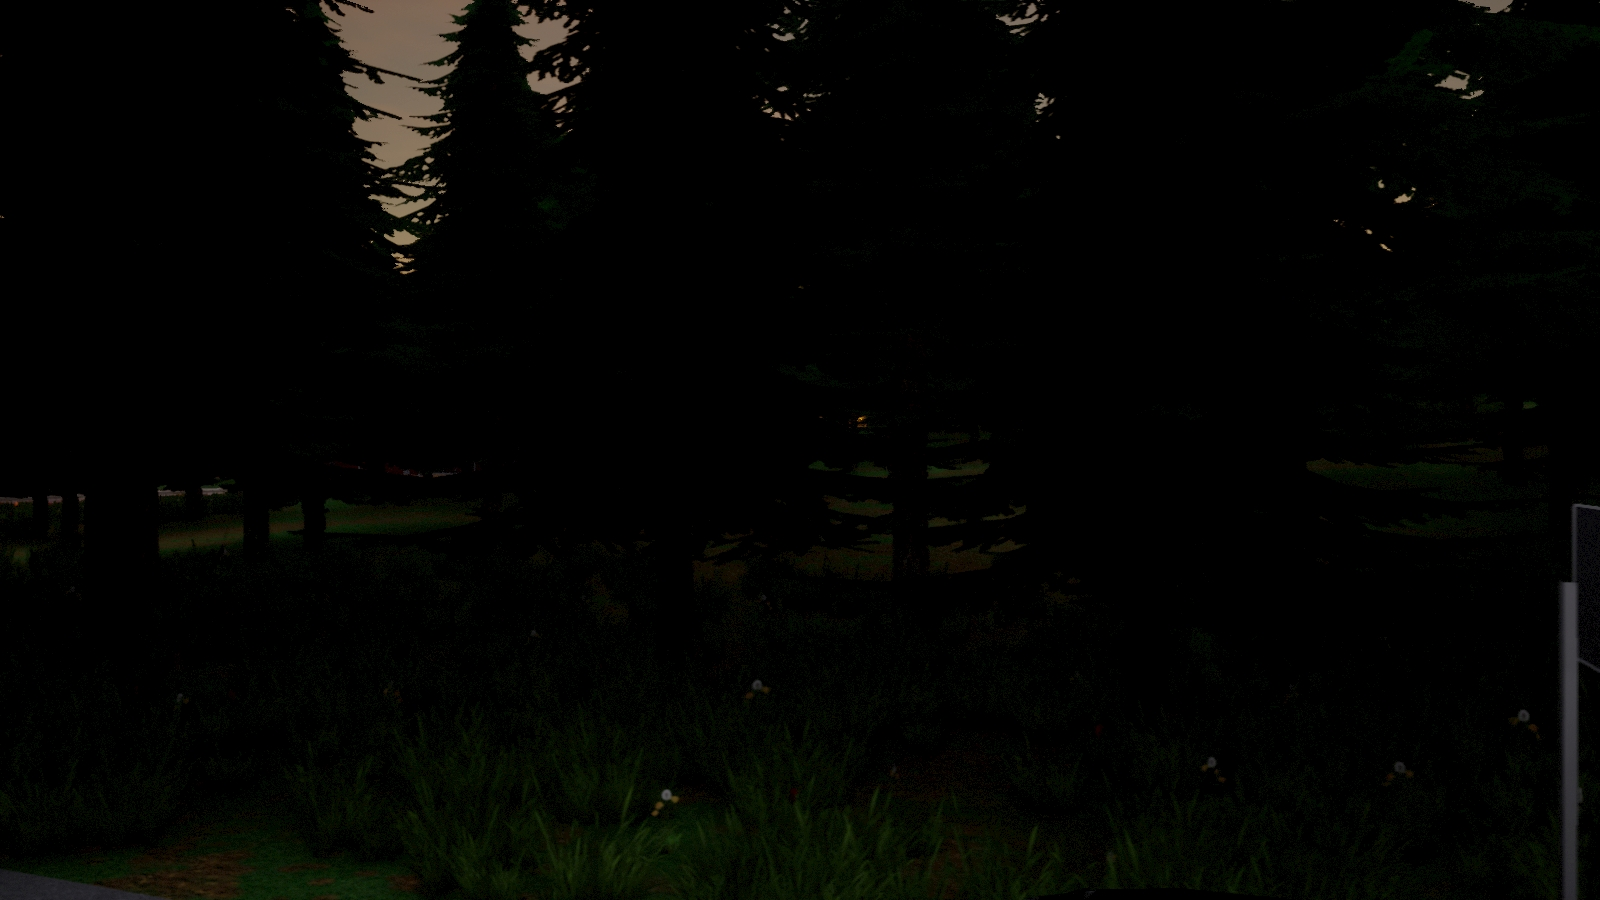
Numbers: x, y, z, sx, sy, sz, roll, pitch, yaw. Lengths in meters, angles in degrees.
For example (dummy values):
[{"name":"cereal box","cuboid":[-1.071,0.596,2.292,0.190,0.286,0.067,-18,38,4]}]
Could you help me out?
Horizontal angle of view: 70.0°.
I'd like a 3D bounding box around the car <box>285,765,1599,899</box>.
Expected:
[{"name":"car","cuboid":[0.898,2.062,2.950,4.792,1.488,2.163,0,0,20]}]
